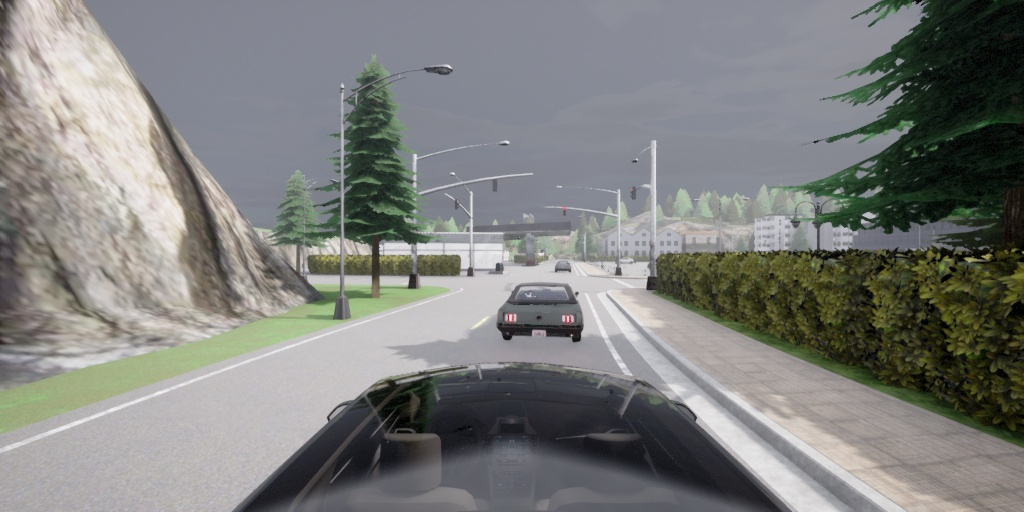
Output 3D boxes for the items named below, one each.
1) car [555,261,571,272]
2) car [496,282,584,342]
[{"bbox_3d":[6.406,1.313,44.899,1.994,1.385,4.181,0,0,9],"label":"car"},{"bbox_3d":[0.882,1.351,9.781,1.895,1.301,4.718,0,0,8],"label":"car"}]
